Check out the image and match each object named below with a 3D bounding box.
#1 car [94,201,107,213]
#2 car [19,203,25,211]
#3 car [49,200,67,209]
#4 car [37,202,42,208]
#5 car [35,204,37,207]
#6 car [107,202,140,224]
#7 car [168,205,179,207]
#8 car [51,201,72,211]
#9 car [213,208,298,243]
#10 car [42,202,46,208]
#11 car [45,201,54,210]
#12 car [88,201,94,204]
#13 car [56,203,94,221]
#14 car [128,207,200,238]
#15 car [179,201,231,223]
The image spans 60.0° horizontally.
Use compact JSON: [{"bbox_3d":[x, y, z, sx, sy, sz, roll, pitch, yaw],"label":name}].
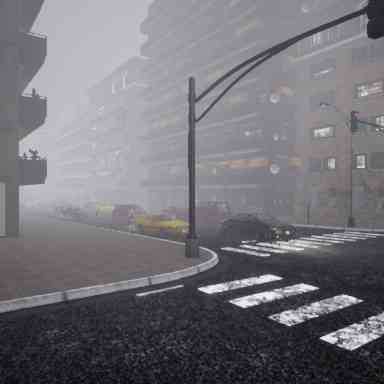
[{"bbox_3d":[-12.437,2.290,49.550,1.801,1.575,5.366,0,-1,-36],"label":"car"},{"bbox_3d":[-31.946,2.770,61.287,1.887,1.381,4.507,-1,0,-36],"label":"car"},{"bbox_3d":[-28.577,2.623,70.829,2.192,1.841,5.009,-1,0,-36],"label":"car"},{"bbox_3d":[-35.243,3.049,79.983,1.887,1.381,4.507,-1,0,-36],"label":"car"},{"bbox_3d":[-38.573,3.168,84.563,1.947,1.339,4.313,-1,0,-36],"label":"car"},{"bbox_3d":[-5.431,1.831,29.331,2.097,1.767,4.553,0,-1,-36],"label":"car"},{"bbox_3d":[-1.885,2.045,34.214,1.887,1.381,4.507,-1,0,-36],"label":"car"},{"bbox_3d":[-17.177,2.385,45.530,2.033,1.411,5.357,0,-1,-36],"label":"car"},{"bbox_3d":[3.344,1.771,17.289,1.994,1.385,4.181,0,-1,-36],"label":"car"},{"bbox_3d":[-31.906,2.973,75.405,1.947,1.339,4.313,-1,0,-36],"label":"car"},{"bbox_3d":[-25.285,2.755,62.001,1.895,1.301,4.718,0,-1,-36],"label":"car"},{"bbox_3d":[-16.462,2.307,55.009,2.097,1.767,4.553,0,-1,-36],"label":"car"},{"bbox_3d":[-11.930,2.163,33.825,1.887,1.381,4.507,-1,0,-36],"label":"car"},{"bbox_3d":[-1.823,1.833,19.956,1.752,1.417,4.829,-1,0,-36],"label":"car"},{"bbox_3d":[1.444,1.713,29.638,2.192,1.841,5.009,-1,0,-36],"label":"car"}]
